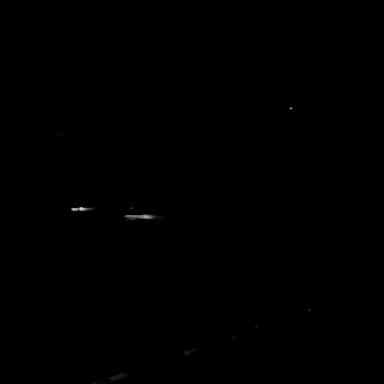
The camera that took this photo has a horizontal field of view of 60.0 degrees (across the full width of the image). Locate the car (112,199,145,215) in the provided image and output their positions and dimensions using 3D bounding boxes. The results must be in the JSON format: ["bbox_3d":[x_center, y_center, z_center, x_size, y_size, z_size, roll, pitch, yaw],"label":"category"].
[{"bbox_3d":[-6.588,1.451,34.304,1.882,1.535,5.008,-2,1,-36],"label":"car"}]

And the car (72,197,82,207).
[{"bbox_3d":[-18.141,1.550,50.352,2.128,1.511,4.902,-2,1,-36],"label":"car"}]
